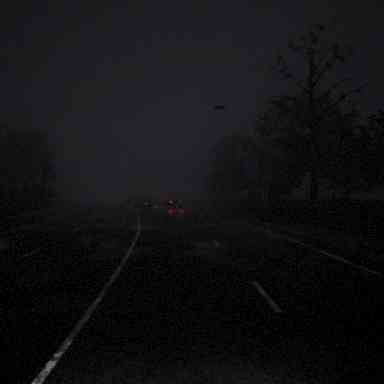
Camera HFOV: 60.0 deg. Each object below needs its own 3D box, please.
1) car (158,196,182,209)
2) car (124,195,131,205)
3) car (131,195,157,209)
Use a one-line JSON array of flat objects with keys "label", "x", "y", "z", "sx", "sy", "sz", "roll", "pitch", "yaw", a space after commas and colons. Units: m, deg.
[{"label": "car", "x": -2.611, "y": 1.327, "z": 42.446, "sx": 1.812, "sy": 1.442, "sz": 4.674, "roll": 0, "pitch": 0, "yaw": -18}, {"label": "car", "x": -9.223, "y": 1.235, "z": 51.352, "sx": 1.882, "sy": 1.535, "sz": 5.008, "roll": 0, "pitch": 0, "yaw": -22}, {"label": "car", "x": -6.147, "y": 1.365, "z": 42.031, "sx": 1.994, "sy": 1.385, "sz": 4.181, "roll": 0, "pitch": 0, "yaw": -18}]
